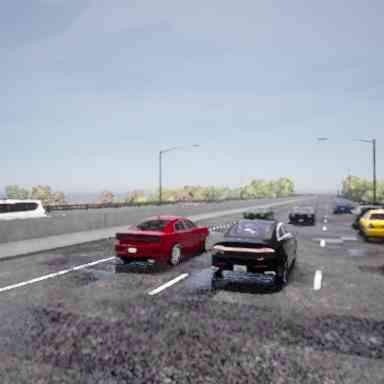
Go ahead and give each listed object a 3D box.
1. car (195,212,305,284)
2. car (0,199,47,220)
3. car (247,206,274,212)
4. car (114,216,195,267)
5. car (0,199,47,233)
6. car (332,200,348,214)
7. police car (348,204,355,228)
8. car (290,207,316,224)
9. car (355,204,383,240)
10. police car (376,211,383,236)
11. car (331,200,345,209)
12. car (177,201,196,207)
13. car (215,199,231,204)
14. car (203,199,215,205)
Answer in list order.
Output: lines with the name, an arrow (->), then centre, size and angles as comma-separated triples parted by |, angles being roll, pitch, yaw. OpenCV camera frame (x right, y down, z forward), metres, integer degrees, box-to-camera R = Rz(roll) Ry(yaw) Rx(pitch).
car -> 2.052, 1.596, 10.059 | 2.128, 1.511, 4.902 | 0, -1, 22
car -> -10.256, 1.447, 17.469 | 2.150, 2.045, 5.566 | 0, -1, 22
car -> 5.845, 1.893, 28.489 | 1.895, 1.301, 4.718 | 0, -1, 22
car -> -0.840, 1.615, 12.229 | 1.882, 1.535, 5.008 | 0, -1, 22
car -> -12.393, 1.498, 21.476 | 2.150, 2.045, 5.566 | 0, -1, 22
car -> 18.269, 1.946, 40.535 | 1.994, 1.385, 4.181 | 0, -1, 22
police car -> 12.238, 1.639, 23.135 | 1.930, 1.638, 5.238 | 0, -1, 22
car -> 9.144, 1.870, 27.309 | 1.895, 1.301, 4.718 | 0, -1, 22
car -> 9.988, 1.617, 17.660 | 1.801, 1.575, 5.366 | 0, -1, 22
police car -> 6.156, 1.498, 8.338 | 1.930, 1.638, 5.238 | 0, -1, 22
car -> 25.123, 2.086, 57.243 | 2.033, 1.411, 5.357 | 0, -1, 22
car -> -0.915, 2.241, 58.544 | 1.895, 1.301, 4.718 | 0, -1, 23
car -> 5.968, 2.163, 56.882 | 1.994, 1.385, 4.181 | 0, -1, 23
car -> 3.695, 1.998, 60.524 | 2.097, 1.767, 4.553 | 0, -1, 23
